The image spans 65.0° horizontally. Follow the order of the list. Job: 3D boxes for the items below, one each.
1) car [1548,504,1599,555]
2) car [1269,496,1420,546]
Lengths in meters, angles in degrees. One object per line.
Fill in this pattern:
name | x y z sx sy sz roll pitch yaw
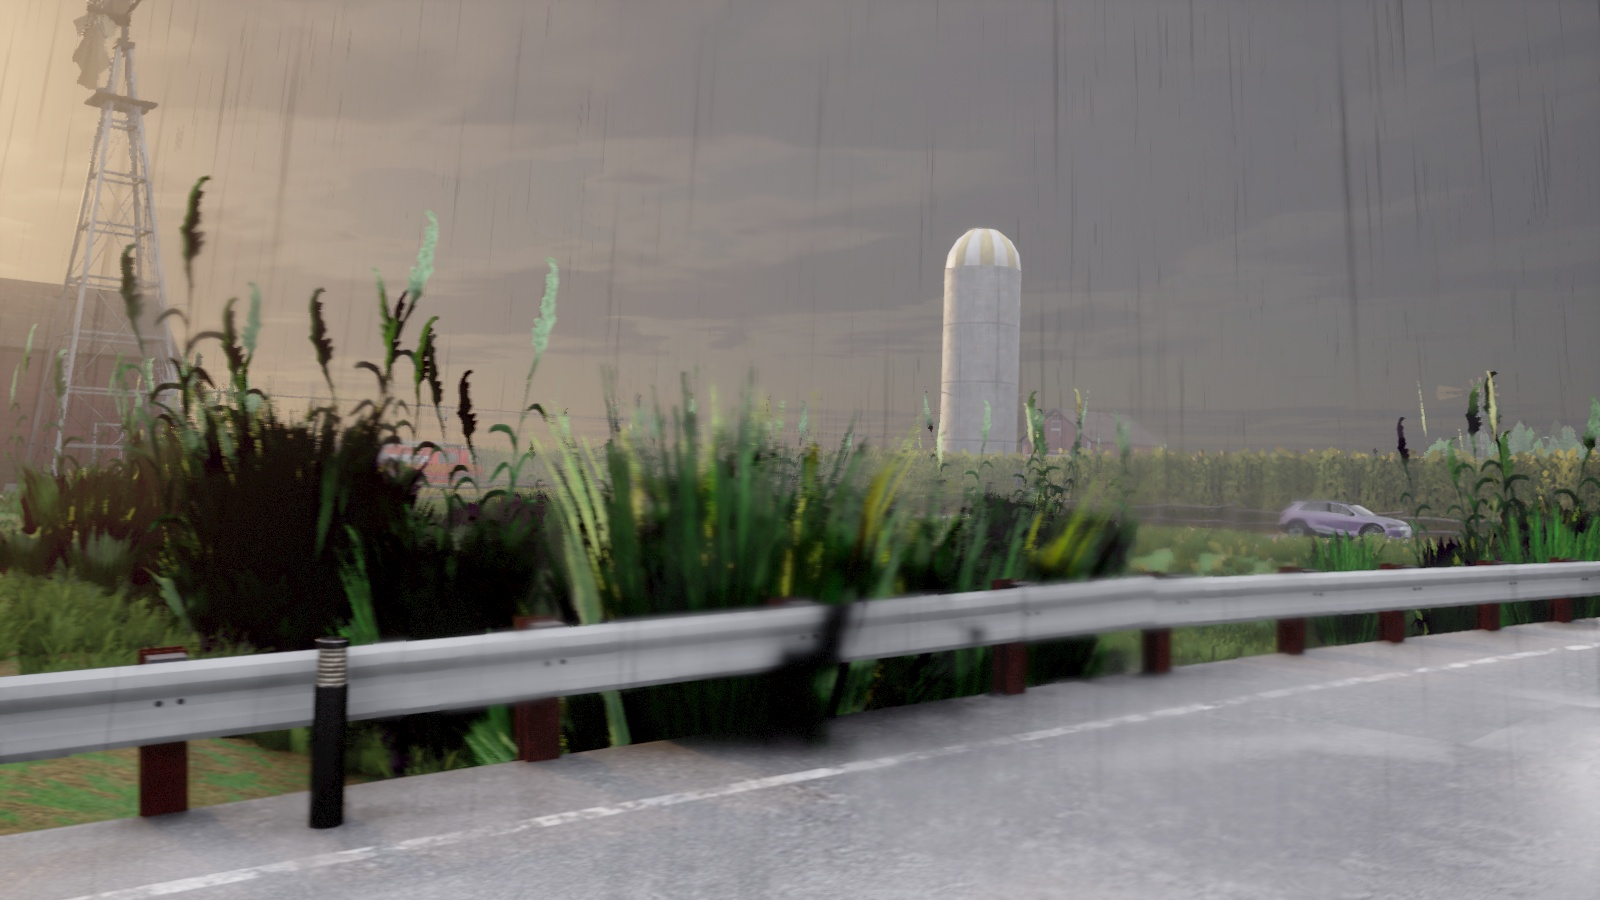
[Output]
car | 27.128 2.668 41.298 1.851 1.617 3.988 3 -2 -42
car | 20.817 2.682 48.173 2.033 1.649 4.856 3 -1 -43
